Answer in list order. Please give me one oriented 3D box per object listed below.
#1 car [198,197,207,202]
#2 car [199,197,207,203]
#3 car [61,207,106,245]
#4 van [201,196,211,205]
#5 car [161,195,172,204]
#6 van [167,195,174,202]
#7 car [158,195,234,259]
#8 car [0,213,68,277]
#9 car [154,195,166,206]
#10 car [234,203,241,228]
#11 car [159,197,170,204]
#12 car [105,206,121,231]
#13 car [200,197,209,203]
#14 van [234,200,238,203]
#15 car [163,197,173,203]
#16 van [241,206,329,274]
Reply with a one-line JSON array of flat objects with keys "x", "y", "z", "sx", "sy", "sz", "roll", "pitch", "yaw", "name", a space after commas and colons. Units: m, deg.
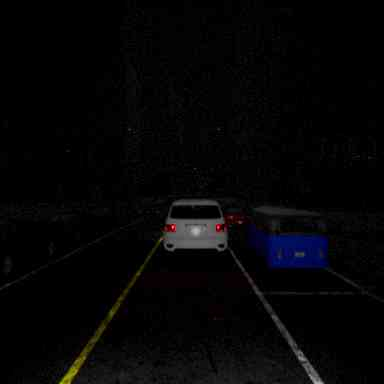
[{"x": 2.738, "y": 1.913, "z": 86.610, "sx": 2.008, "sy": 1.369, "sz": 4.403, "roll": 0, "pitch": 0, "yaw": 0, "name": "car"}, {"x": 2.740, "y": 1.918, "z": 81.197, "sx": 1.802, "sy": 1.307, "sz": 4.206, "roll": 0, "pitch": 0, "yaw": 0, "name": "car"}, {"x": -5.780, "y": 1.603, "z": 15.938, "sx": 1.887, "sy": 1.381, "sz": 4.507, "roll": 0, "pitch": 0, "yaw": 0, "name": "car"}, {"x": 2.746, "y": 1.601, "z": 64.958, "sx": 1.690, "sy": 1.788, "sz": 3.998, "roll": 0, "pitch": 0, "yaw": 0, "name": "van"}, {"x": -5.783, "y": 1.624, "z": 75.427, "sx": 2.192, "sy": 1.841, "sz": 5.009, "roll": 0, "pitch": 0, "yaw": 0, "name": "car"}, {"x": -5.788, "y": 1.727, "z": 91.293, "sx": 1.690, "sy": 1.788, "sz": 3.998, "roll": 0, "pitch": 0, "yaw": 0, "name": "van"}, {"x": 0.096, "y": 1.270, "z": 12.914, "sx": 2.150, "sy": 2.045, "sz": 5.566, "roll": 0, "pitch": 0, "yaw": 0, "name": "car"}, {"x": -5.777, "y": 1.583, "z": 10.413, "sx": 1.887, "sy": 1.381, "sz": 4.507, "roll": 0, "pitch": 0, "yaw": 0, "name": "car"}, {"x": -5.784, "y": 1.761, "z": 59.387, "sx": 1.752, "sy": 1.417, "sz": 4.829, "roll": 0, "pitch": 0, "yaw": 0, "name": "car"}, {"x": 2.772, "y": 1.623, "z": 21.448, "sx": 1.887, "sy": 1.381, "sz": 4.507, "roll": 0, "pitch": 0, "yaw": 0, "name": "car"}, {"x": -5.782, "y": 1.829, "z": 70.137, "sx": 1.887, "sy": 1.381, "sz": 4.507, "roll": 0, "pitch": 0, "yaw": 0, "name": "car"}, {"x": -5.783, "y": 1.624, "z": 21.464, "sx": 1.887, "sy": 1.381, "sz": 4.507, "roll": 0, "pitch": 0, "yaw": 0, "name": "car"}, {"x": 2.742, "y": 1.855, "z": 75.783, "sx": 1.887, "sy": 1.381, "sz": 4.507, "roll": 0, "pitch": 0, "yaw": 0, "name": "car"}, {"x": 2.772, "y": 1.441, "z": 26.974, "sx": 1.690, "sy": 1.788, "sz": 3.998, "roll": 0, "pitch": 0, "yaw": 0, "name": "van"}, {"x": -5.785, "y": 1.885, "z": 80.715, "sx": 2.008, "sy": 1.369, "sz": 4.403, "roll": 0, "pitch": 0, "yaw": 0, "name": "car"}, {"x": 2.774, "y": 1.379, "z": 10.399, "sx": 1.690, "sy": 1.788, "sz": 3.998, "roll": 0, "pitch": 0, "yaw": 0, "name": "van"}]
